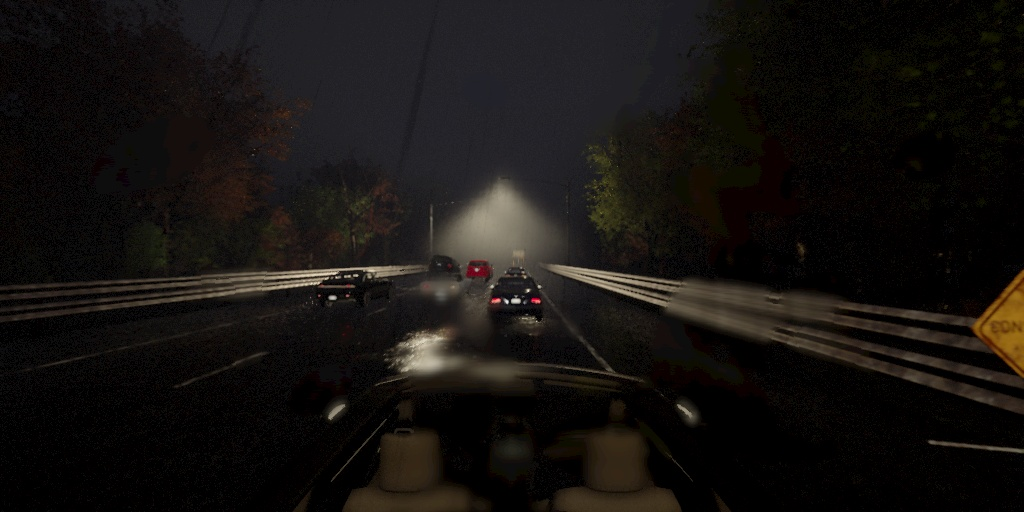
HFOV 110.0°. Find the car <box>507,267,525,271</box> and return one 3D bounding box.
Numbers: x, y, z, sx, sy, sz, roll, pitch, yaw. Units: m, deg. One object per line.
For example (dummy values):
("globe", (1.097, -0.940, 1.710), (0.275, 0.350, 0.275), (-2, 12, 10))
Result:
("car", (0.342, 1.643, 30.986), (2.033, 1.411, 5.357), (0, -1, 1))

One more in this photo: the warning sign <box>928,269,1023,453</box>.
("warning sign", (4.550, 0.882, 3.012), (1.300, 1.860, 1.060), (0, 0, 0))

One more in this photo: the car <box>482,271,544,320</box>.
("car", (0.137, 1.439, 13.361), (2.033, 1.411, 5.357), (0, -1, 0))

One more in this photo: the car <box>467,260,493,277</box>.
("car", (-3.148, 1.384, 35.558), (2.150, 2.045, 5.566), (0, 0, 2))

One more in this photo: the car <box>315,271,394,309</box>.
("car", (-6.843, 1.416, 16.160), (2.128, 1.511, 4.902), (0, -1, 1))

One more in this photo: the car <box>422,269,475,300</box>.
("car", (-3.312, 1.561, 19.172), (1.895, 1.301, 4.718), (0, -1, 1))

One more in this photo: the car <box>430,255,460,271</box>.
("car", (-6.515, 1.144, 35.501), (2.150, 2.045, 5.566), (7, -5, 2))
